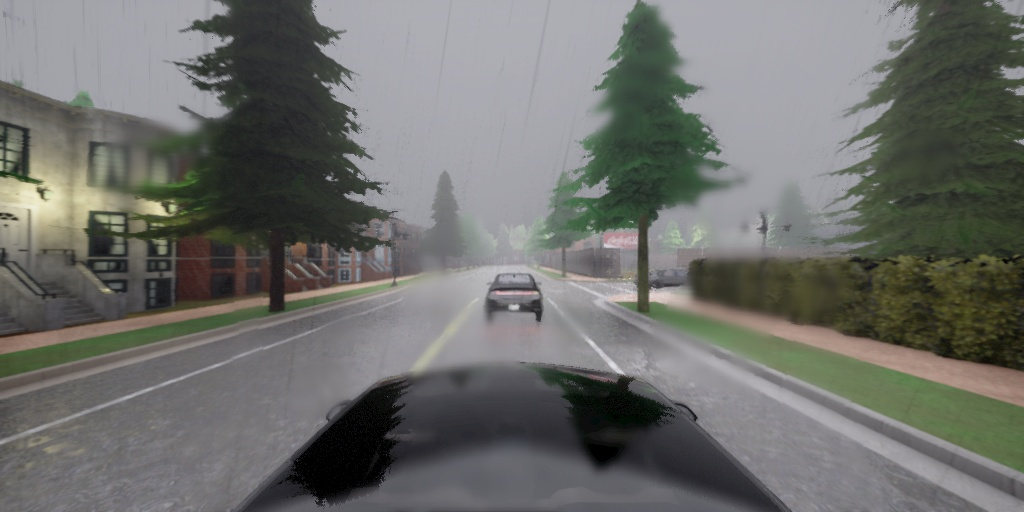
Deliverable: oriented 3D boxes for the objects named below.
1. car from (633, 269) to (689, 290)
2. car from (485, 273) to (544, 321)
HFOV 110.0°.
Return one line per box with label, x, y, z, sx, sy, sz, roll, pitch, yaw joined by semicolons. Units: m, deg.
car;11.270;1.593;24.900;5.357;1.411;2.033;0;-1;5
car;0.083;1.372;13.104;2.128;1.511;4.902;0;-1;0
